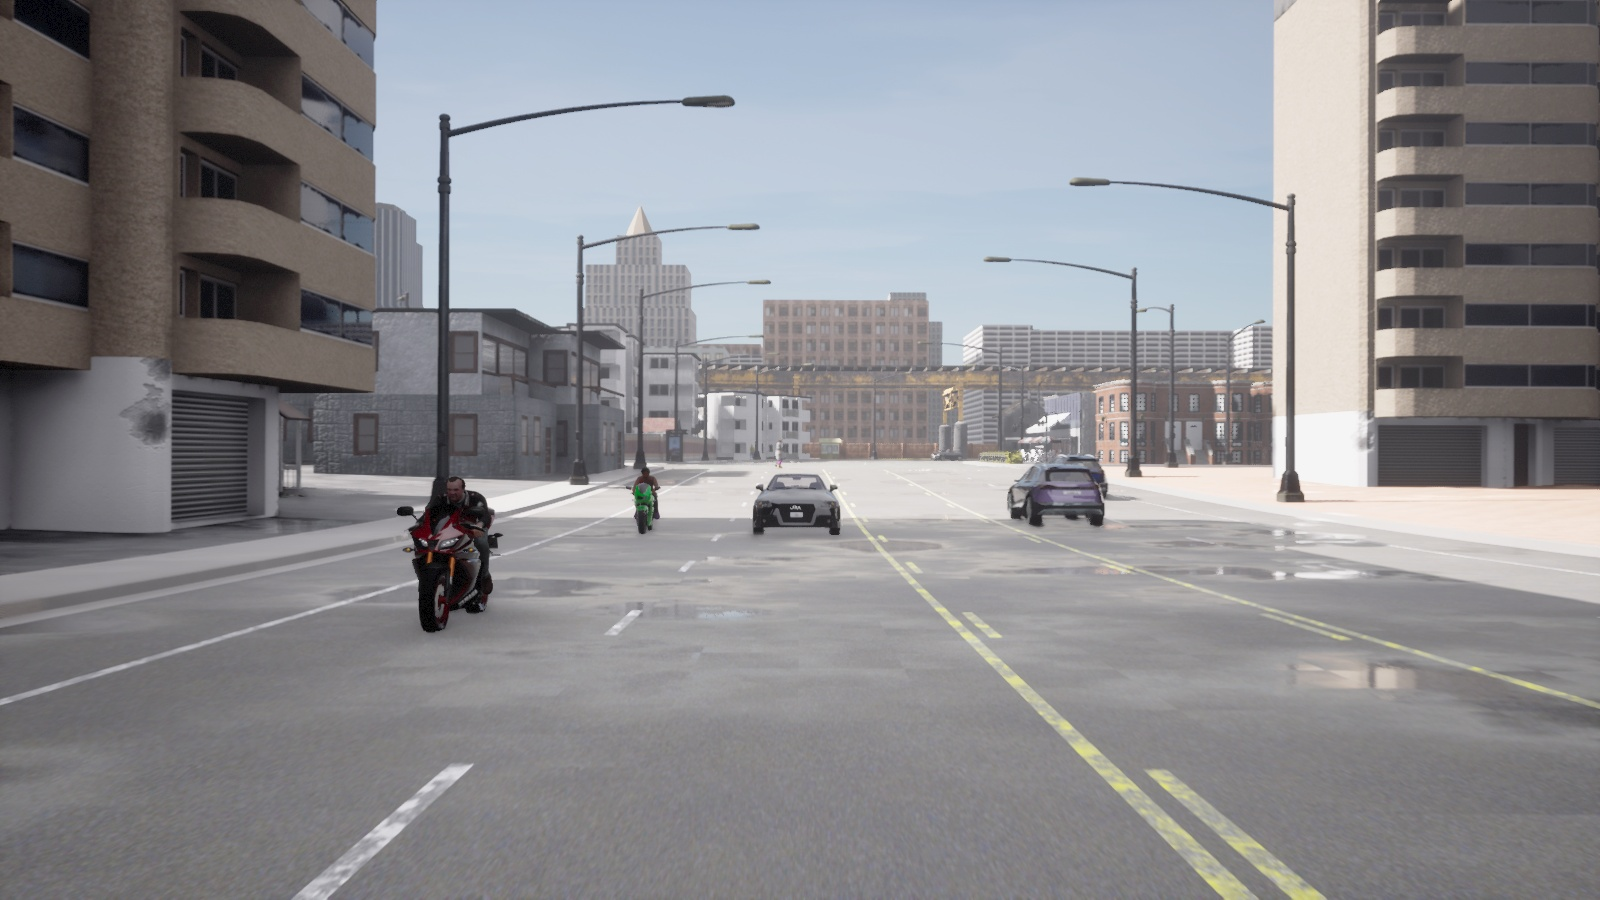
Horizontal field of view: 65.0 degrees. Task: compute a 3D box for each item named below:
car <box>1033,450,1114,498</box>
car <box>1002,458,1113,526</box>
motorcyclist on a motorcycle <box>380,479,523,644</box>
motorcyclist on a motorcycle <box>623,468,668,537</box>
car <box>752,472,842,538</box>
[{"bbox_3d":[10.386,0.876,48.114,2.033,1.649,4.856,0,1,0],"label":"car"},{"bbox_3d":[6.920,1.085,34.300,2.033,1.649,4.856,0,0,0],"label":"car"},{"bbox_3d":[-3.530,1.078,12.940,0.866,1.530,2.191,0,-1,0],"label":"motorcyclist on a motorcycle"},{"bbox_3d":[-3.568,1.191,29.189,0.797,1.523,2.044,0,0,0],"label":"motorcyclist on a motorcycle"},{"bbox_3d":[-0.069,1.259,29.849,1.994,1.385,4.181,0,0,0],"label":"car"}]
